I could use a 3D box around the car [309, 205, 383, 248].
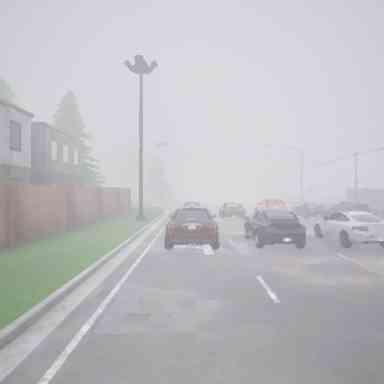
[{"bbox_3d":[7.000,1.530,14.659,1.812,1.442,4.674,0,0,0],"label":"car"}]

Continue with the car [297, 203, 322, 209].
[{"bbox_3d":[10.500,1.614,29.689,1.895,1.301,4.718,0,0,0],"label":"car"}]

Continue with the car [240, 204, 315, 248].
[{"bbox_3d":[3.500,1.514,14.659,1.837,1.490,4.892,0,0,0],"label":"car"}]

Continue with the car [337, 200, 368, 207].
[{"bbox_3d":[14.000,1.514,29.659,1.837,1.490,4.892,0,0,0],"label":"car"}]

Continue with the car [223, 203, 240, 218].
[{"bbox_3d":[3.500,1.614,29.689,1.895,1.301,4.718,0,0,0],"label":"car"}]

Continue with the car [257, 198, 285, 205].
[{"bbox_3d":[7.000,1.364,29.629,2.097,1.767,4.553,0,0,0],"label":"car"}]

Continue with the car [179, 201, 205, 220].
[{"bbox_3d":[0.000,1.561,29.659,2.033,1.411,5.357,0,0,0],"label":"car"}]

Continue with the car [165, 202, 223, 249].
[{"bbox_3d":[0.000,1.363,14.629,2.097,1.767,4.553,0,0,0],"label":"car"}]
